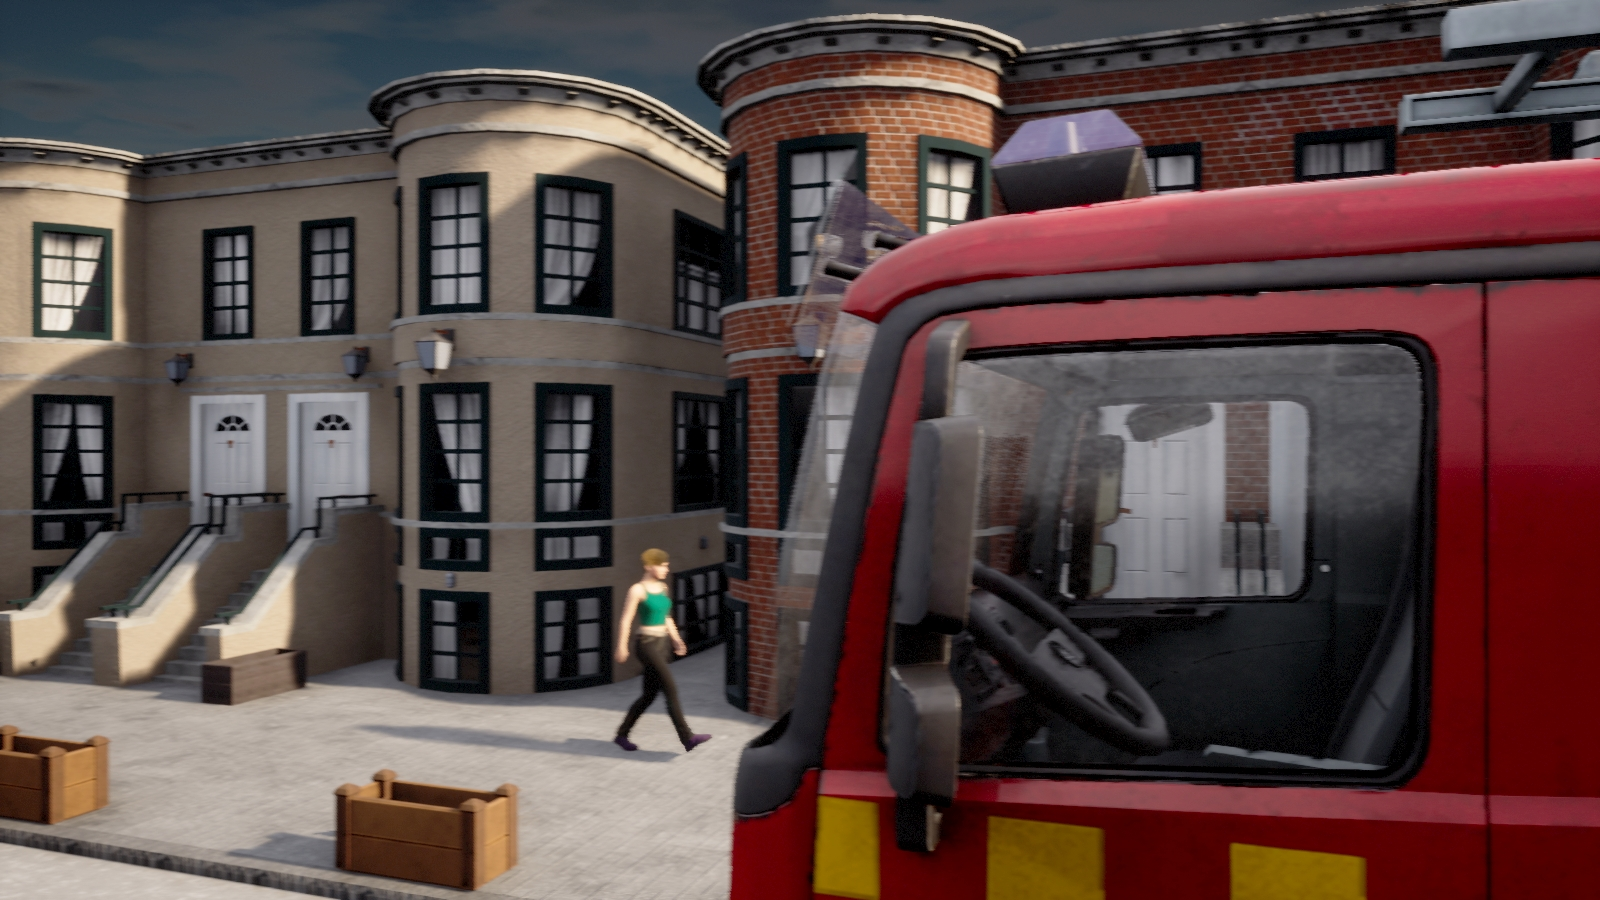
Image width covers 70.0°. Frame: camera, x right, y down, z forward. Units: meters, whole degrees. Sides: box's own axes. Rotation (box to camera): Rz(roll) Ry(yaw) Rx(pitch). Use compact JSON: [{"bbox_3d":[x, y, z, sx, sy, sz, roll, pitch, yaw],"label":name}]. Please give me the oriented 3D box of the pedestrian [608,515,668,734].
[{"bbox_3d":[-1.431,1.523,10.113,0.375,1.860,0.375,0,0,26],"label":"pedestrian"}]
